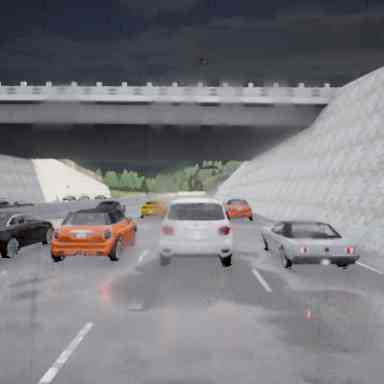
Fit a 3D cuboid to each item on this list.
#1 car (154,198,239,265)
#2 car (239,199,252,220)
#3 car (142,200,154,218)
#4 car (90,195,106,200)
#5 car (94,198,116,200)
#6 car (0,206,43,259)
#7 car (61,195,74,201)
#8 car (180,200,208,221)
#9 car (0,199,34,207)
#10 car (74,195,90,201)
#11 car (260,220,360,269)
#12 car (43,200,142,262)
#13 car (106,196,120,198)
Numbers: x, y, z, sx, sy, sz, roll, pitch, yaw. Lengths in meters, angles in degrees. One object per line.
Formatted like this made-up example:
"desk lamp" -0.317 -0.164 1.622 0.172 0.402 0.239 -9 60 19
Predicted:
"car" 0.125 1.220 11.743 2.150 2.045 5.566 0 0 0
"car" 3.670 1.351 27.775 2.097 1.767 4.553 0 0 0
"car" -3.322 1.467 29.609 1.882 1.535 5.008 0 0 0
"car" -20.811 1.319 75.539 1.882 1.535 5.008 0 0 0
"car" -6.828 1.490 28.100 1.837 1.490 4.892 0 0 0
"car" -6.874 1.479 12.503 2.128 1.511 4.902 0 0 0
"car" -27.811 1.371 75.552 2.033 1.411 5.357 0 0 0
"car" 0.172 1.485 28.040 2.128 1.511 4.902 0 0 0
"car" -17.500 1.570 33.432 1.895 1.301 4.718 0 0 0
"car" -24.312 1.426 75.138 1.837 1.490 4.892 0 0 0
"car" 3.622 1.603 11.209 1.895 1.301 4.718 0 0 0
"car" -3.375 1.346 12.309 2.097 1.767 4.553 0 0 0
"car" -17.312 1.488 75.126 1.994 1.385 4.181 0 0 0
